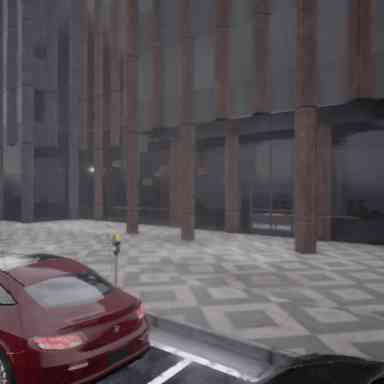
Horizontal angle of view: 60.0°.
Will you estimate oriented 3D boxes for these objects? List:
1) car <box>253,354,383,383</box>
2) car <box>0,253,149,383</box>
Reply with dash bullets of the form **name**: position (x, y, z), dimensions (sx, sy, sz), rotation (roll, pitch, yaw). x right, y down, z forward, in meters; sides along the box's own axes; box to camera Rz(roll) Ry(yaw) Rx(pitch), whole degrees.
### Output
- **car**: position (2.135, 1.573, 1.444), dimensions (4.313, 1.339, 1.947), rotation (0, 0, 35)
- **car**: position (-2.457, 1.550, 4.712), dimensions (4.206, 1.307, 1.802), rotation (0, 0, 35)
